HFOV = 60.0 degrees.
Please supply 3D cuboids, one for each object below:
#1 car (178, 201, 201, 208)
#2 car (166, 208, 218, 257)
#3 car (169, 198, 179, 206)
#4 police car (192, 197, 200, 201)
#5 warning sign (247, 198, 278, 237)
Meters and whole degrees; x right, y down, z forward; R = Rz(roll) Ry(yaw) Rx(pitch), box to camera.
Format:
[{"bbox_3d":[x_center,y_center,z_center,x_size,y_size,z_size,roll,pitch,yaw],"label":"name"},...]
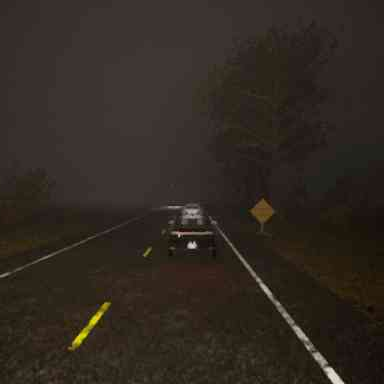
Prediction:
[{"bbox_3d":[0.025,1.770,28.914,1.812,1.442,4.674,0,0,0],"label":"car"},{"bbox_3d":[0.023,1.610,13.520,2.128,1.511,4.902,0,0,0],"label":"car"},{"bbox_3d":[-3.517,1.997,65.714,2.128,1.511,4.902,0,0,0],"label":"car"},{"bbox_3d":[1.044,2.045,87.016,1.930,1.638,5.238,0,0,0],"label":"police car"},{"bbox_3d":[3.572,1.261,16.867,1.300,1.860,1.060,1,1,0],"label":"warning sign"}]
